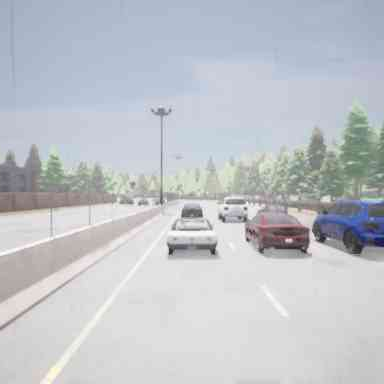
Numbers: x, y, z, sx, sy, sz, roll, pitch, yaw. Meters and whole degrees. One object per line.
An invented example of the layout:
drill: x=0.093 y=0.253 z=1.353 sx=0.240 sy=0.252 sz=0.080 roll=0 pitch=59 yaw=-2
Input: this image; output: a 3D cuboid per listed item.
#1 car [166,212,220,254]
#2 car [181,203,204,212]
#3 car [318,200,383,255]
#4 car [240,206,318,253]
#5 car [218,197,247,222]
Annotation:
car: x=0.006 y=1.733 z=14.102 sx=1.895 sy=1.301 sz=4.718 roll=0 pitch=0 yaw=0
car: x=0.013 y=1.753 z=29.482 sx=1.882 sy=1.535 sz=5.008 roll=0 pitch=0 yaw=0
car: x=7.005 y=1.348 z=14.018 sx=2.150 sy=2.045 sz=5.566 roll=0 pitch=0 yaw=0
car: x=3.509 y=1.613 z=14.479 sx=1.882 sy=1.535 sz=5.008 roll=0 pitch=0 yaw=0
car: x=3.510 y=1.487 z=29.021 sx=2.150 sy=2.045 sz=5.566 roll=0 pitch=0 yaw=0
